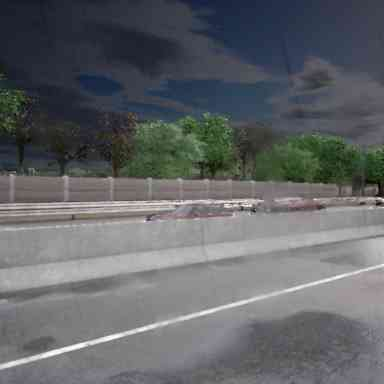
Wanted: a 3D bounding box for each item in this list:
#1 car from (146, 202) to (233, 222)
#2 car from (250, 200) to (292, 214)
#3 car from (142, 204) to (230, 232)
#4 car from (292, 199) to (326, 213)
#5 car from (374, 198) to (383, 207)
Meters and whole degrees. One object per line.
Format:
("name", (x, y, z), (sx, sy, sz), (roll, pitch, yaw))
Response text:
("car", (-0.031, 1.344, 16.847), (4.553, 1.767, 2.097), (0, 0, -35))
("car", (7.946, 1.553, 34.464), (4.181, 1.385, 1.994), (0, 0, -38))
("car", (-0.271, 1.538, 20.968), (5.357, 1.411, 2.033), (0, 0, -35))
("car", (11.427, 1.469, 33.501), (5.008, 1.535, 1.882), (0, 0, -35))
("car", (30.043, 1.575, 50.755), (5.357, 1.411, 2.033), (0, 0, -34))
